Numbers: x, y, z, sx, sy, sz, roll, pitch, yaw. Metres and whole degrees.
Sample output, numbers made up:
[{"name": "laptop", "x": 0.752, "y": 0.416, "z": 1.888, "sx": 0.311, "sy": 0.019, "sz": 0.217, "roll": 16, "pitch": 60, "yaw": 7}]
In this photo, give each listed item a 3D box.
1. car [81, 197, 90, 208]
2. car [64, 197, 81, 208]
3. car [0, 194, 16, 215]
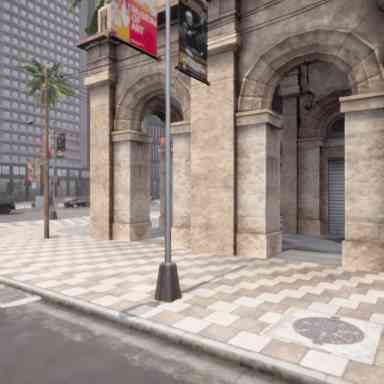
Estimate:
[{"name": "car", "x": -12.943, "y": 1.477, "z": 47.833, "sx": 1.882, "sy": 1.535, "sz": 5.008, "roll": 0, "pitch": 0, "yaw": 36}, {"name": "car", "x": -16.291, "y": 1.512, "z": 48.472, "sx": 2.161, "sy": 1.482, "sz": 4.786, "roll": 0, "pitch": 0, "yaw": 35}, {"name": "car", "x": -20.007, "y": 1.221, "z": 31.939, "sx": 2.150, "sy": 2.045, "sz": 5.566, "roll": 0, "pitch": 0, "yaw": 36}]
